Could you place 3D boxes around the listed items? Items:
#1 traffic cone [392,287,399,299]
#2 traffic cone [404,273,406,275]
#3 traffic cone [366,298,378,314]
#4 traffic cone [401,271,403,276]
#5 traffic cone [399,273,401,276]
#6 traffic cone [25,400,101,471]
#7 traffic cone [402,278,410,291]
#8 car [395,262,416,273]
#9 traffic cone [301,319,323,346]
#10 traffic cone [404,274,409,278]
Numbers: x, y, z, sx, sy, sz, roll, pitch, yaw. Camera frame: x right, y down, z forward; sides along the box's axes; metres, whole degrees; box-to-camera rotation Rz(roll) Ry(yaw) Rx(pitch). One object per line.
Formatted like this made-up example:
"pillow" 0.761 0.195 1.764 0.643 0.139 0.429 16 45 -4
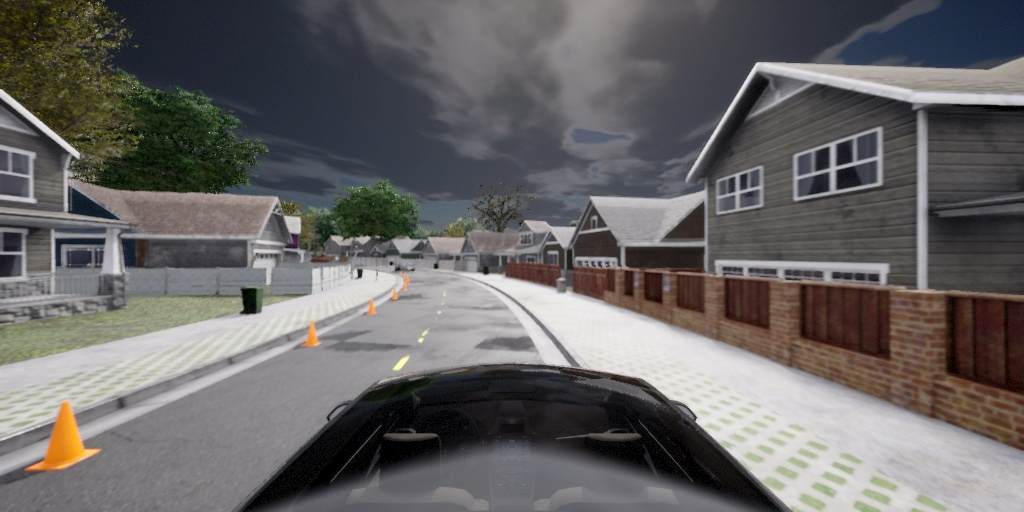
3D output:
"traffic cone" -5.915 1.871 18.127 0.340 0.580 0.340 0 0 -10
"traffic cone" -9.410 1.936 32.344 0.340 0.580 0.340 0 0 -18
"traffic cone" -5.196 1.835 13.297 0.340 0.580 0.340 0 0 -7
"traffic cone" -11.014 1.954 36.957 0.340 0.580 0.340 0 0 -21
"traffic cone" -12.833 1.973 41.490 0.340 0.580 0.340 0 0 -23
"traffic cone" -4.441 1.739 3.561 0.340 0.580 0.340 0 0 -2
"traffic cone" -6.858 1.899 22.919 0.340 0.580 0.340 0 0 -12
"car" -14.827 1.536 49.687 2.128 1.511 4.902 0 0 -31
"traffic cone" -4.705 1.791 8.438 0.340 0.580 0.340 0 0 -4
"traffic cone" -8.024 1.919 27.661 0.340 0.580 0.340 0 0 -15
